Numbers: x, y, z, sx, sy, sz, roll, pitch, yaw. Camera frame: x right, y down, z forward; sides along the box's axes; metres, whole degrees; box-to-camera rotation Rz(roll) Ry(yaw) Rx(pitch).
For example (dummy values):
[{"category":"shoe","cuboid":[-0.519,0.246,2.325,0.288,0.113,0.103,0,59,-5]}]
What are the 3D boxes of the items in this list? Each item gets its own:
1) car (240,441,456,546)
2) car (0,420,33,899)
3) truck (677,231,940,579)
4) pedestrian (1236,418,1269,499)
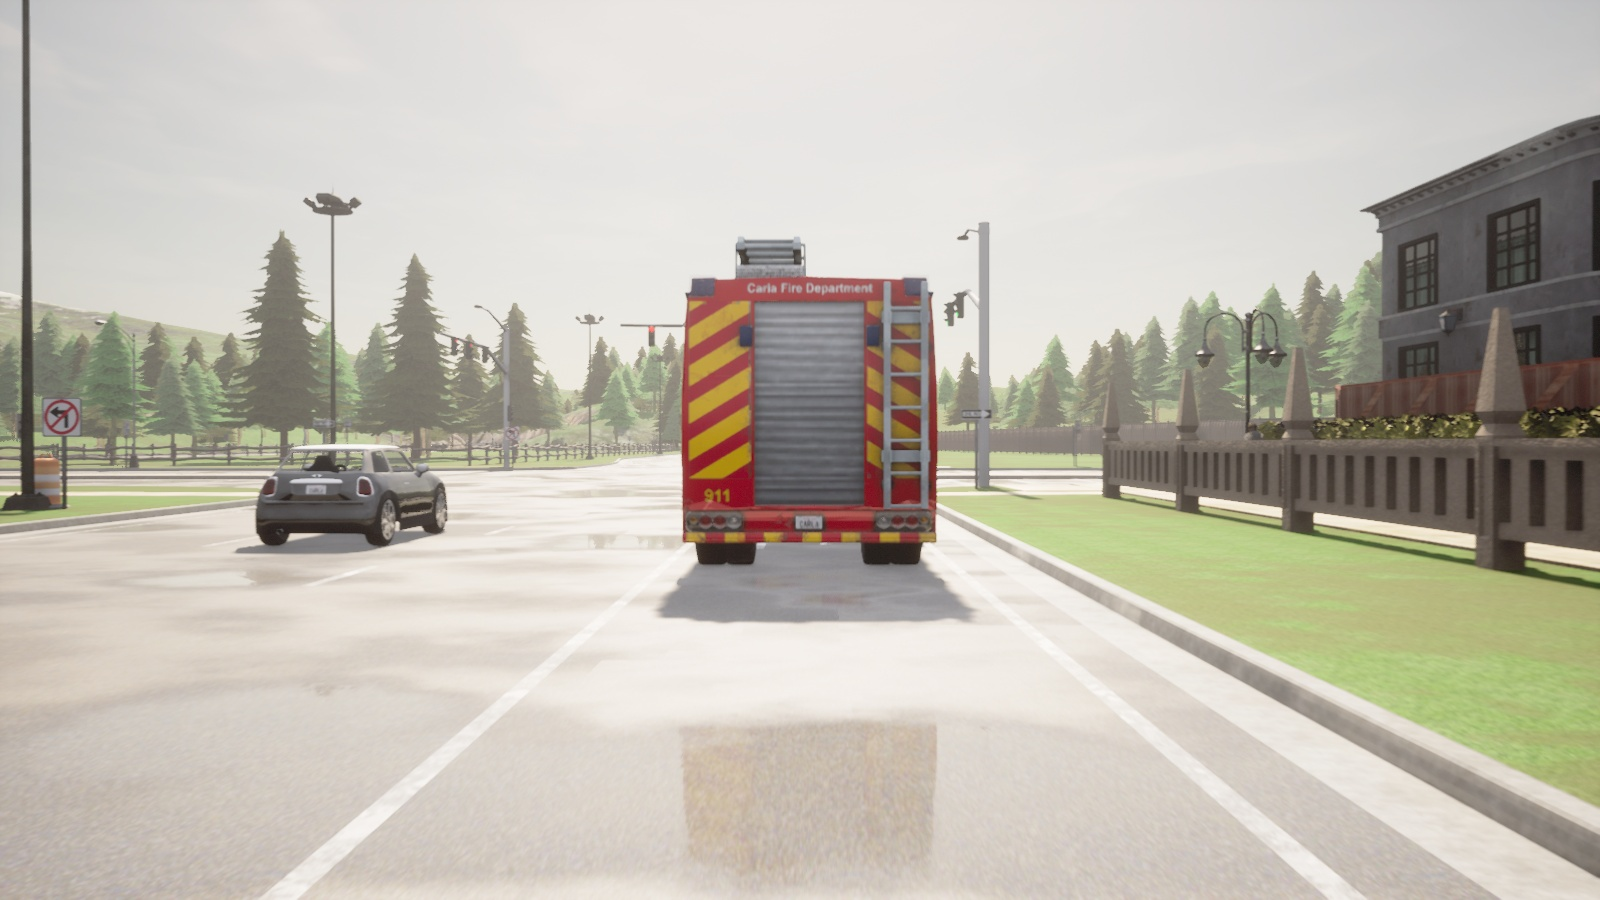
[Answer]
[{"category":"car","cuboid":[-6.873,0.596,19.564,1.970,1.475,3.806,0,0,0]},{"category":"car","cuboid":[-3.475,0.680,1.771,2.007,1.525,4.514,0,0,0]},{"category":"truck","cuboid":[0.119,-0.520,18.038,2.891,3.827,8.468,0,0,0]},{"category":"pedestrian","cuboid":[10.432,0.200,28.990,0.540,1.848,0.694,0,0,3]}]
